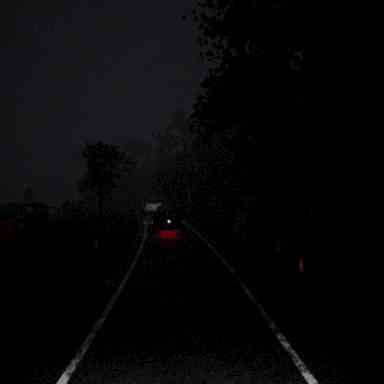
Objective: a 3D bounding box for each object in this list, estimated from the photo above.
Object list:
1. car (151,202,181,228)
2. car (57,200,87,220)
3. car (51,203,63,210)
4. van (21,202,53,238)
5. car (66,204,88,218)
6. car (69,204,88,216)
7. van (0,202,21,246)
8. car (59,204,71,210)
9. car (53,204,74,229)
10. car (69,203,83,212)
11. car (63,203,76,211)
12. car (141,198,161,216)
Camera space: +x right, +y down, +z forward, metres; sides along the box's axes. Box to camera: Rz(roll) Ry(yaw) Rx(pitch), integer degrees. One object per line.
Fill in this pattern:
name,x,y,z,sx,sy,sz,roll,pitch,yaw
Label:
car,-1.874,1.753,24.565,1.837,1.490,4.892,0,-1,-8
car,-12.899,1.930,36.133,2.435,2.045,5.566,2,-2,-14
car,-35.482,3.753,87.107,2.097,1.535,5.008,-2,-1,-32
van,-9.892,1.567,19.555,1.878,1.987,4.442,2,-2,-9
car,-14.318,2.331,41.568,2.231,1.521,4.892,2,-3,-16
car,-15.911,2.481,46.926,2.231,1.521,4.892,2,-3,-16
van,-9.314,1.459,13.991,1.878,1.987,4.442,2,-2,-4
car,-29.908,3.509,78.171,2.002,1.452,4.674,0,-1,-30
car,-10.687,1.905,25.009,1.946,1.575,5.366,2,-2,-8
car,-21.617,2.920,61.910,2.097,1.535,5.008,0,-2,-23
car,-26.876,3.290,72.728,2.097,1.535,5.008,0,-2,-28
car,-4.960,1.741,40.480,2.150,2.045,5.566,0,-1,-13
